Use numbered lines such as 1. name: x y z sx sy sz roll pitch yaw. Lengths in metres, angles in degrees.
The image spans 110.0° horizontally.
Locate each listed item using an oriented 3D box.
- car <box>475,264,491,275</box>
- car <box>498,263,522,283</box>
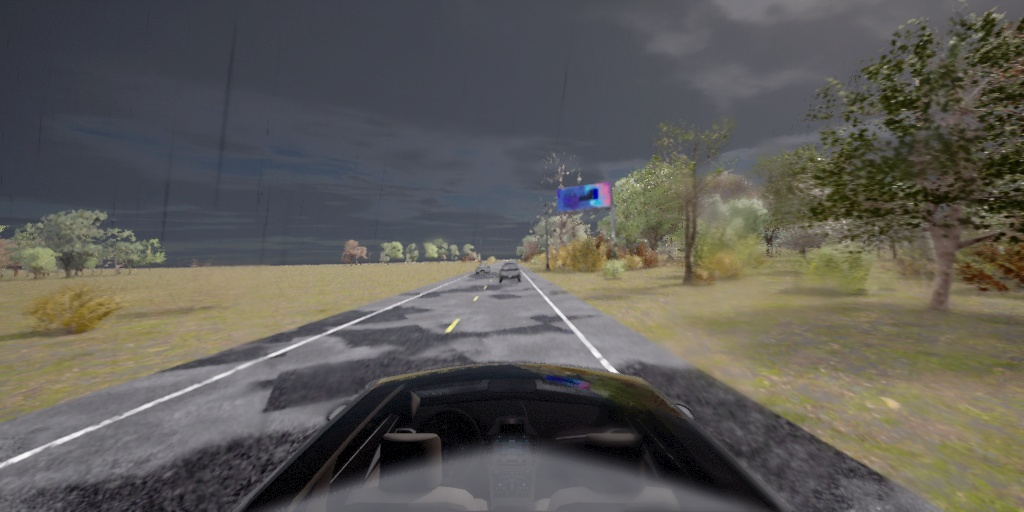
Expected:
1. car: -3.766 1.787 47.355 1.994 1.385 4.181 -2 0 0
2. car: -0.163 1.456 31.135 2.128 1.511 4.902 -2 0 0
